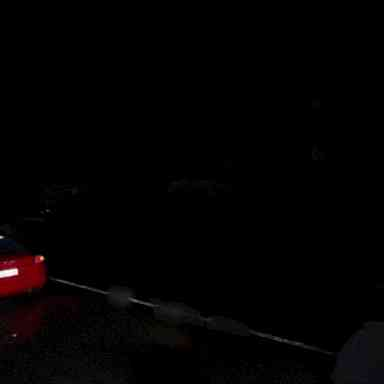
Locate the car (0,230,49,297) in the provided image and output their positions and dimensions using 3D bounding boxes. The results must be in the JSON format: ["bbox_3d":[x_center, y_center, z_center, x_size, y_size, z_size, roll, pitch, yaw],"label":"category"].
[{"bbox_3d":[-5.206,1.564,7.754,4.181,1.385,1.994,0,0,37],"label":"car"}]

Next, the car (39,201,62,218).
[{"bbox_3d":[-11.398,1.464,30.316,1.837,1.490,4.892,0,1,35],"label":"car"}]

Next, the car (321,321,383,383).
[{"bbox_3d":[3.167,1.601,1.721,4.718,1.301,1.895,0,0,36],"label":"car"}]
